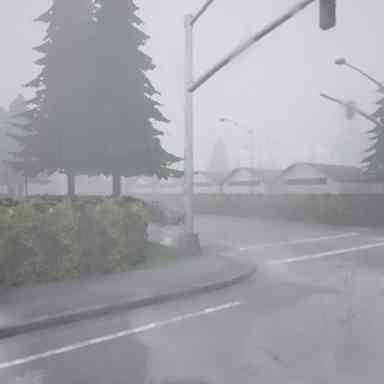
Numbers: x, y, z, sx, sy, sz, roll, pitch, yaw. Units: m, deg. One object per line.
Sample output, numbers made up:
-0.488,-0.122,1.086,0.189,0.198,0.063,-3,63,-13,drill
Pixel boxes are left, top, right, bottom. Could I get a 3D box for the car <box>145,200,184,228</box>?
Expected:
-1.970,1.357,22.548,2.097,1.767,4.553,0,0,-36,car
